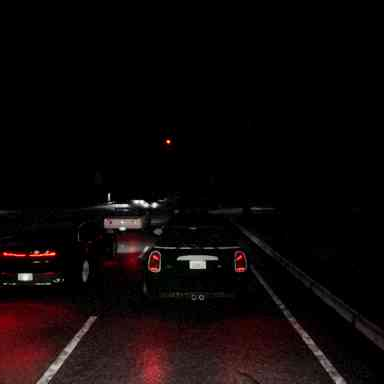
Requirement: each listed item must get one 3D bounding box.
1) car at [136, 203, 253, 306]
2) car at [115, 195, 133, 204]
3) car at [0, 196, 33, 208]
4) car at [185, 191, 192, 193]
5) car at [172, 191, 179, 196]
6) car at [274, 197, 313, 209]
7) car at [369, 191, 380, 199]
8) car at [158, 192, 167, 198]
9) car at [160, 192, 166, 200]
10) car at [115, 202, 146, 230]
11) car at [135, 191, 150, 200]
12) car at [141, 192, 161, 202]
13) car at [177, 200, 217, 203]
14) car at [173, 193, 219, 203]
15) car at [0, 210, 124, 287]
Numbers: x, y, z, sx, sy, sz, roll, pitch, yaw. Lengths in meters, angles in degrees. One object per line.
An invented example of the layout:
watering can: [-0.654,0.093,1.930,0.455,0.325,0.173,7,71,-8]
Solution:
car: [0.101,1.323,8.152,2.097,1.767,4.553,0,0,0]
car: [-10.694,1.193,52.107,1.895,1.301,4.718,0,1,2]
car: [-22.048,1.184,40.673,4.902,1.511,2.128,0,1,-3]
car: [-0.539,0.707,86.157,1.812,1.442,4.674,0,1,-4]
car: [-4.014,0.692,85.661,1.837,1.490,4.892,0,1,-4]
car: [12.191,1.306,39.206,4.718,1.301,1.895,0,1,-3]
car: [22.859,0.919,39.812,5.566,2.045,2.150,0,1,-4]
car: [-7.546,0.726,86.126,2.033,1.411,5.357,0,1,-3]
car: [-7.074,0.941,71.059,2.033,1.411,5.357,0,1,-1]
car: [-3.405,1.487,18.530,1.895,1.301,4.718,0,1,0]
car: [-10.547,0.926,68.694,2.128,1.511,4.902,0,1,0]
car: [-7.102,1.142,57.910,1.895,1.301,4.718,0,1,0]
car: [0.089,1.388,17.348,2.128,1.511,4.902,0,0,1]
car: [0.688,1.203,36.884,5.008,1.535,1.882,0,1,31]
car: [-3.400,1.468,9.210,1.837,1.490,4.892,0,0,0]
